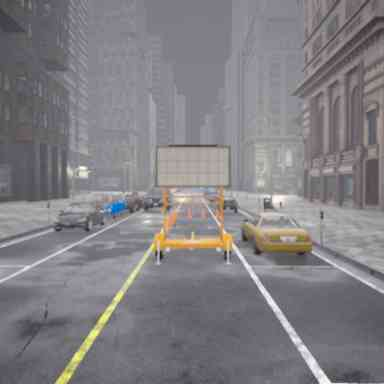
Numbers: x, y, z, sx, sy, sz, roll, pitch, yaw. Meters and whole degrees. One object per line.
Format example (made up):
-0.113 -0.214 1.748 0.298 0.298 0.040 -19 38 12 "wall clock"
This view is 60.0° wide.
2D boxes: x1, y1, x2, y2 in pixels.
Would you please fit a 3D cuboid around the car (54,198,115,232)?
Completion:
-5.701 1.209 17.386 2.008 1.369 4.403 0 1 0 "car"

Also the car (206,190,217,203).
2.926 0.807 39.435 1.802 1.307 4.206 0 1 0 "car"

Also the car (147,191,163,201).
-5.581 0.554 50.532 1.887 1.381 4.507 0 1 0 "car"

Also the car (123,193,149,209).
-5.641 0.878 33.959 1.887 1.381 4.507 0 1 0 "car"

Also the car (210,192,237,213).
2.881 0.991 28.386 2.008 1.369 4.403 0 1 0 "car"

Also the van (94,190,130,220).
-5.680 0.891 22.906 1.690 1.788 3.998 0 1 0 "van"

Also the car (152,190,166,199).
-5.561 0.447 56.056 1.887 1.381 4.507 0 1 0 "car"

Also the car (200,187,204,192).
3.014 0.339 61.529 1.887 1.381 4.507 0 1 0 "car"

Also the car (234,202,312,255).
2.816 1.287 11.984 1.752 1.417 4.829 0 1 0 "car"

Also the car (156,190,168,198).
-5.541 0.340 61.580 1.887 1.381 4.507 0 1 0 "car"

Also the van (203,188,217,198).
2.971 0.350 50.478 1.690 1.788 3.998 0 1 0 "van"

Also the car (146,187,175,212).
-2.983 0.628 30.197 2.150 2.045 5.566 0 1 0 "car"

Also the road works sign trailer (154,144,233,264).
0.041 0.249 10.842 2.380 3.560 2.880 0 1 0 "road works sign trailer"

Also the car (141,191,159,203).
-5.601 0.646 44.837 1.752 1.417 4.829 0 1 0 "car"

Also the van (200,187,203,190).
3.037 0.028 67.050 1.690 1.788 3.998 0 1 0 "van"

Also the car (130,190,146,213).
-5.660 0.757 28.430 2.192 1.841 5.009 0 1 0 "car"
